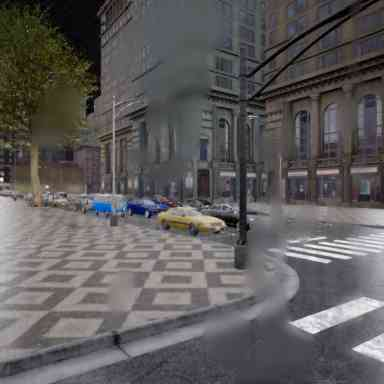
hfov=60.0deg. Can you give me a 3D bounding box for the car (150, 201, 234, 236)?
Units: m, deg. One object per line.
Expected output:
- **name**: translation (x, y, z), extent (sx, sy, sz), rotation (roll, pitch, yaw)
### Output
- **car**: translation (-0.153, 1.398, 17.816), extent (1.752, 1.417, 4.829), rotation (1, 0, -35)

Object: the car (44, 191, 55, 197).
- **car**: translation (-35.408, 0.471, 82.539), extent (1.802, 1.307, 4.206), rotation (1, 0, -35)

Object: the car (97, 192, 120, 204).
- **car**: translation (-12.729, 0.881, 50.420), extent (1.967, 1.590, 4.097), rotation (1, 0, -35)

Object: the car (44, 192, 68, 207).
- **car**: translation (-16.354, 1.051, 40.770), extent (1.752, 1.417, 4.829), rotation (1, 0, -35)

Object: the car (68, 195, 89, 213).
- **car**: translation (-9.972, 1.230, 31.727), extent (2.008, 1.369, 4.403), rotation (1, 0, -35)

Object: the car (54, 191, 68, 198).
- **car**: translation (-28.928, 0.587, 73.362), extent (1.887, 1.381, 4.507), rotation (1, 0, -35)

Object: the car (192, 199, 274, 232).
- **car**: translation (2.408, 1.371, 18.803), extent (2.128, 1.511, 4.902), rotation (0, 1, -36)

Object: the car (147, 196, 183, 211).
- **car**: translation (-3.011, 1.224, 36.651), extent (1.887, 1.381, 4.507), rotation (1, 0, -35)

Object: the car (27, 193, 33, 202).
- **car**: translation (-22.931, 0.911, 50.087), extent (2.008, 1.369, 4.403), rotation (1, 0, -35)

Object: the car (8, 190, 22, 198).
- **car**: translation (-35.888, 0.483, 68.442), extent (1.967, 1.590, 4.097), rotation (1, 0, -35)

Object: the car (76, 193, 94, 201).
- **car**: translation (-19.211, 0.861, 59.597), extent (1.802, 1.307, 4.206), rotation (1, 0, -35)

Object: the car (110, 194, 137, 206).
- **car**: translation (-9.492, 1.074, 45.832), extent (2.008, 1.369, 4.403), rotation (1, 0, -35)

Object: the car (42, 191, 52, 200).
- **car**: translation (-19.691, 0.992, 45.498), extent (2.008, 1.369, 4.403), rotation (1, 0, -35)

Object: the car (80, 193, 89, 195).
- **car**: translation (-10.854, 1.099, 37.604), extent (2.128, 1.511, 4.902), rotation (0, 1, -35)

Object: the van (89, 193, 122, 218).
- **van**: translation (-6.730, 1.091, 27.137), extent (1.690, 1.788, 3.998), rotation (1, 0, -35)

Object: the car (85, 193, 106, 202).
- **car**: translation (-15.971, 0.910, 55.008), extent (2.008, 1.369, 4.403), rotation (1, 0, -35)

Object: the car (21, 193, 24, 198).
- **car**: translation (-26.171, 0.830, 54.676), extent (2.008, 1.369, 4.403), rotation (1, 0, -35)

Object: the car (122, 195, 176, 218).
- **car**: translation (-3.645, 1.246, 27.366), extent (1.882, 1.535, 5.008), rotation (0, 1, -35)

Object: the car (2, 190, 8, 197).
- **car**: translation (-42.368, 0.330, 77.620), extent (1.967, 1.590, 4.097), rotation (1, 0, -35)

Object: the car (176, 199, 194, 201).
- **car**: translation (0.228, 1.315, 32.062), extent (1.947, 1.339, 4.313), rotation (1, 0, -35)
